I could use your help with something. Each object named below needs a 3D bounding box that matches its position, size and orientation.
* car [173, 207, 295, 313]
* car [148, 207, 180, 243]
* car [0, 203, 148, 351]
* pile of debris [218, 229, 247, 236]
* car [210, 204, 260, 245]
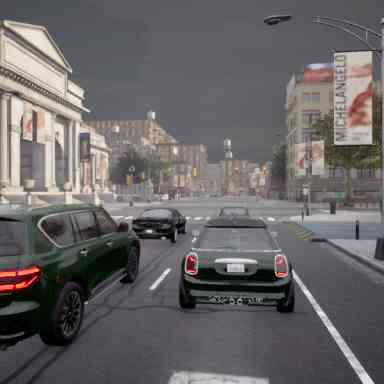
[{"bbox_3d":[1.015,1.352,7.930,2.097,1.767,4.553,0,0,7],"label":"car"},{"bbox_3d":[-1.447,1.478,16.237,1.882,1.535,5.008,0,0,8],"label":"car"},{"bbox_3d":[-2.665,1.221,6.563,2.150,2.045,5.566,0,0,6],"label":"car"},{"bbox_3d":[2.206,2.175,18.015,1.500,0.140,1.860,0,0,8],"label":"pile of debris"},{"bbox_3d":[2.149,1.489,16.779,2.128,1.511,4.902,0,0,7],"label":"car"}]
